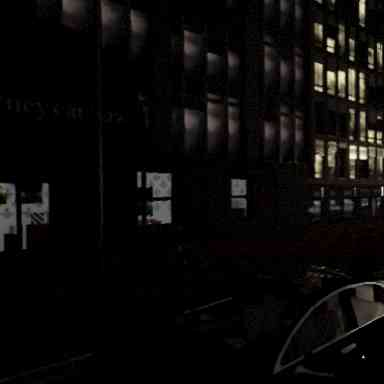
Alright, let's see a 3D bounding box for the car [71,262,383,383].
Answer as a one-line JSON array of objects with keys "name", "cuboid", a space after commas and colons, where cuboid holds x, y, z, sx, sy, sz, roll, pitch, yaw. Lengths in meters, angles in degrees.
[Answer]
[{"name": "car", "cuboid": [0.953, 1.545, 3.562, 4.403, 1.369, 2.008, 0, 0, -35]}]
